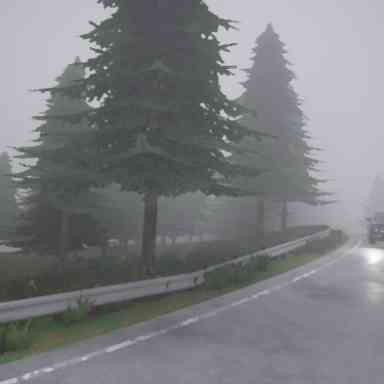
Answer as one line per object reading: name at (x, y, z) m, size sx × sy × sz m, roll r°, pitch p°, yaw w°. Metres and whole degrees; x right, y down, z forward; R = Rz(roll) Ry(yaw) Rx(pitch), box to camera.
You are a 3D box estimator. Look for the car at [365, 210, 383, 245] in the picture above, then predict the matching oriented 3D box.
car at (9.073, 1.600, 15.077) m, size 1.837 × 1.490 × 4.892 m, roll 3°, pitch -1°, yaw 26°
